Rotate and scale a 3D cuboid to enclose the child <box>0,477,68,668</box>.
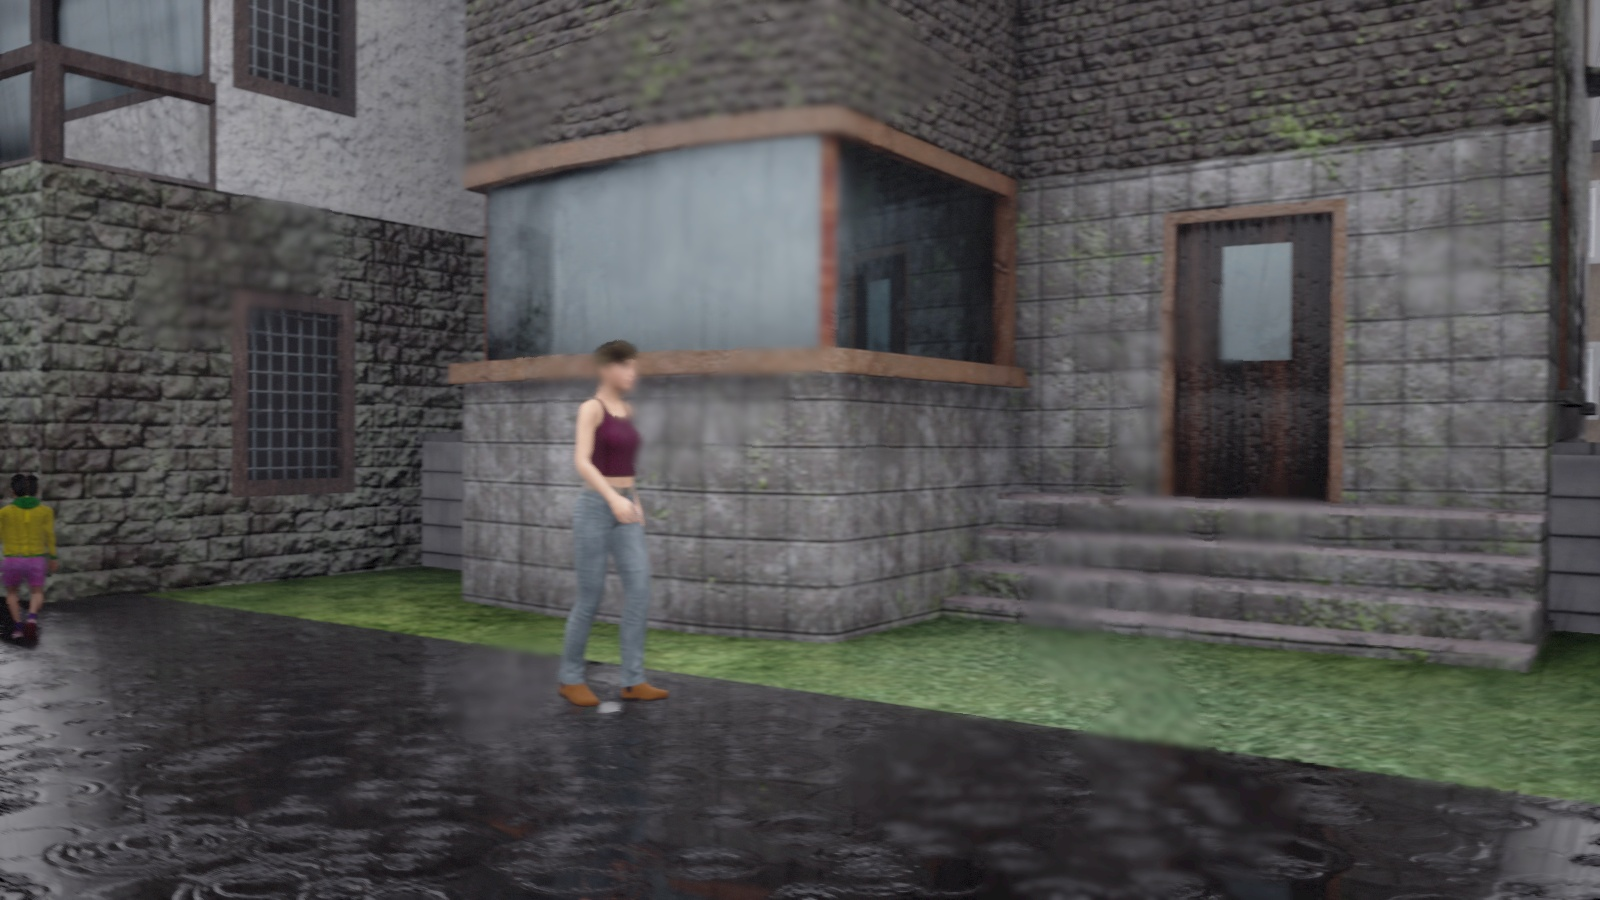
[{"bbox_3d":[-4.921,0.766,8.056,0.299,1.160,0.473,-1,1,-40],"label":"child"}]

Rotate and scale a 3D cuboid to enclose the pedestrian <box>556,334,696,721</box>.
[{"bbox_3d":[-0.868,0.368,6.265,0.594,1.836,0.345,0,1,33],"label":"pedestrian"}]
